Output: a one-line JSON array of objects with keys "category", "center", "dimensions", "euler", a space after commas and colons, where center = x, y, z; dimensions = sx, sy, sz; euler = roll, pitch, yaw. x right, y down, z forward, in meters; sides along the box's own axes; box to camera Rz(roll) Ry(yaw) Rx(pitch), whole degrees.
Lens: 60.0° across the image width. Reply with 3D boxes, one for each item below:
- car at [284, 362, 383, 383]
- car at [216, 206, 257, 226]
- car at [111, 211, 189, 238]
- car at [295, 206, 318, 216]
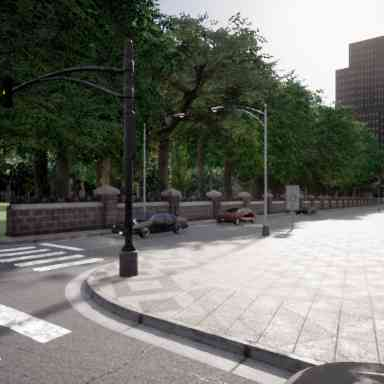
[{"category": "car", "center": [2.351, 1.551, 1.286], "dimensions": [4.403, 1.369, 2.008], "euler": [0, 0, 36]}, {"category": "car", "center": [3.959, 2.041, 29.098], "dimensions": [1.882, 1.535, 5.008], "euler": [0, -1, 35]}, {"category": "car", "center": [-2.321, 1.887, 20.214], "dimensions": [2.033, 1.411, 5.357], "euler": [0, -1, 35]}, {"category": "car", "center": [15.698, 2.592, 45.585], "dimensions": [1.895, 1.301, 4.718], "euler": [0, -1, 36]}]
